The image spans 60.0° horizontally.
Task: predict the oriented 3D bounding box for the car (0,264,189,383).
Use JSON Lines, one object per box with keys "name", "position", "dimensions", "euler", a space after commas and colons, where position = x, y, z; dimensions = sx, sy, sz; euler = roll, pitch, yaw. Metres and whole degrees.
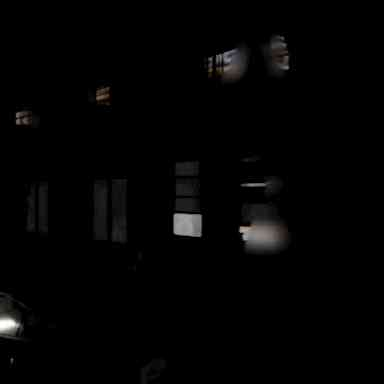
{"name": "car", "position": [-2.025, 1.607, 4.114], "dimensions": [4.313, 1.339, 1.947], "euler": [-1, 0, 36]}
